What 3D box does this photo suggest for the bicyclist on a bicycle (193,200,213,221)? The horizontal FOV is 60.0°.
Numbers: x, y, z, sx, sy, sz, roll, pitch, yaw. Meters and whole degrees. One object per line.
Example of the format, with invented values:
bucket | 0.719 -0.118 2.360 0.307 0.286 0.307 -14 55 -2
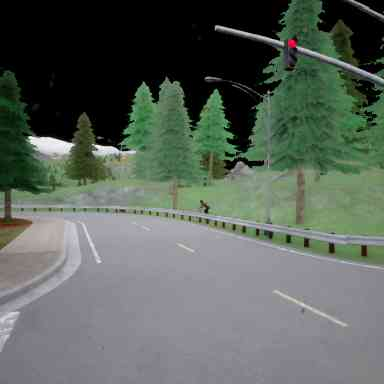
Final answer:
bicyclist on a bicycle | 0.876 1.432 25.515 1.656 1.620 0.582 -1 2 -20
